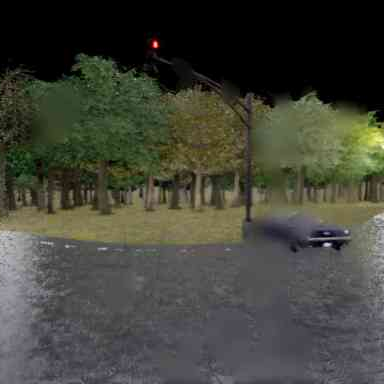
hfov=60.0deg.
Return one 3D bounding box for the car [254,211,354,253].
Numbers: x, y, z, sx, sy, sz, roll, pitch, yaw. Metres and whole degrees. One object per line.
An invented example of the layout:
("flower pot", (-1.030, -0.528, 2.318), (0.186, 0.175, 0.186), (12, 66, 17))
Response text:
("car", (4.029, 1.412, 12.916), (1.895, 1.301, 4.718), (0, 0, -10))
